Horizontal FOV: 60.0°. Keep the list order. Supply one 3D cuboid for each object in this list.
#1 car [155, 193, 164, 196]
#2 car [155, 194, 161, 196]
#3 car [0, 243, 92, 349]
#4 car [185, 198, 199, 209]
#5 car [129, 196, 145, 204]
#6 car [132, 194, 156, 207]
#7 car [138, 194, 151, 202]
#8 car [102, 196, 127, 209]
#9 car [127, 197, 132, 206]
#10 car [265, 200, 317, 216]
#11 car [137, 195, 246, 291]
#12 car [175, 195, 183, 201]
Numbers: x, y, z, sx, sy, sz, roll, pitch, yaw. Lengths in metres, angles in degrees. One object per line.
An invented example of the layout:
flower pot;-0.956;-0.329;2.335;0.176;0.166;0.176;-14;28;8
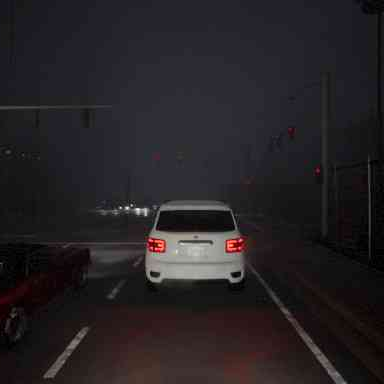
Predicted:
car;-6.889;1.221;68.988;2.150;2.045;5.566;0;0;0
car;-6.981;1.525;58.275;1.812;1.442;4.674;0;0;0
car;-3.433;1.601;6.207;1.895;1.301;4.718;0;0;1
car;0.043;1.525;45.521;1.812;1.442;4.674;0;0;1
car;-10.449;1.491;63.171;2.128;1.511;4.902;0;0;1
car;-7.008;1.491;49.016;2.128;1.511;4.902;0;0;0
car;-10.382;1.354;73.220;2.097;1.767;4.553;0;0;0
car;-10.522;1.352;44.627;2.097;1.767;4.553;0;0;0
car;-10.504;1.491;53.780;2.128;1.511;4.902;0;0;0
car;9.749;1.547;32.899;4.902;1.511;2.128;0;0;4
car;0.087;1.221;9.132;2.150;2.045;5.566;0;0;0
car;-3.361;1.540;86.071;2.033;1.411;5.357;0;0;0
